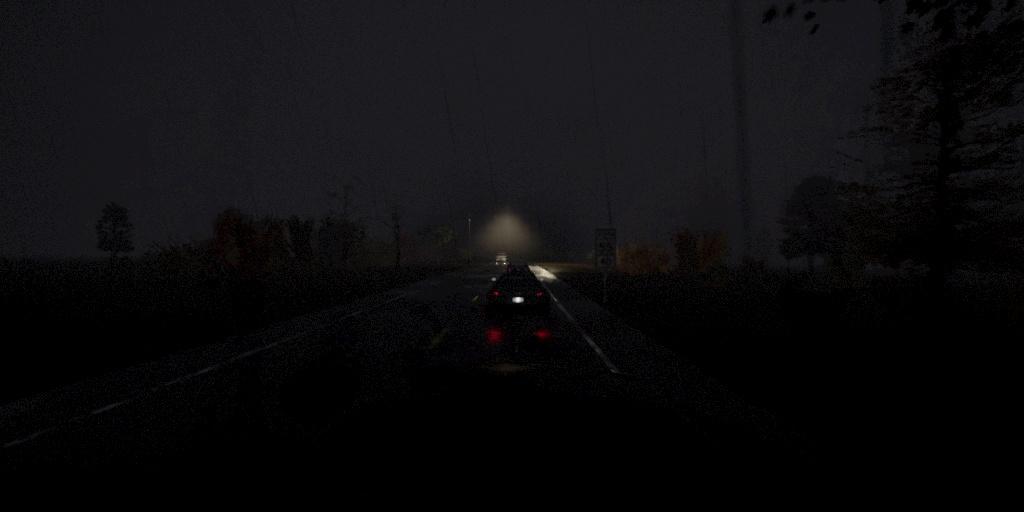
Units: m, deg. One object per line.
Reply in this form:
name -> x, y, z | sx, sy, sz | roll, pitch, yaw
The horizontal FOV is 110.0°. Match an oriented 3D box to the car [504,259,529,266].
car -> 0.516, 1.113, 30.269 | 1.895, 1.301, 4.718 | 0, 0, 1

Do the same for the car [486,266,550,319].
car -> 0.203, 1.222, 12.379 | 1.994, 1.385, 4.181 | 0, 0, 1
